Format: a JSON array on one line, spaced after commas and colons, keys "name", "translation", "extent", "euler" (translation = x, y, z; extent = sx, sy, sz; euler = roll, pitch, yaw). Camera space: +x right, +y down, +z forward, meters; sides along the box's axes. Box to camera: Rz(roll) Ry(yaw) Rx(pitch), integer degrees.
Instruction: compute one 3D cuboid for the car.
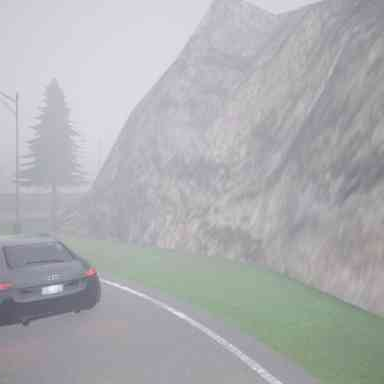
[{"name": "car", "translation": [-3.587, 1.564, 6.974], "extent": [1.994, 1.385, 4.181], "euler": [0, 0, -41]}]
